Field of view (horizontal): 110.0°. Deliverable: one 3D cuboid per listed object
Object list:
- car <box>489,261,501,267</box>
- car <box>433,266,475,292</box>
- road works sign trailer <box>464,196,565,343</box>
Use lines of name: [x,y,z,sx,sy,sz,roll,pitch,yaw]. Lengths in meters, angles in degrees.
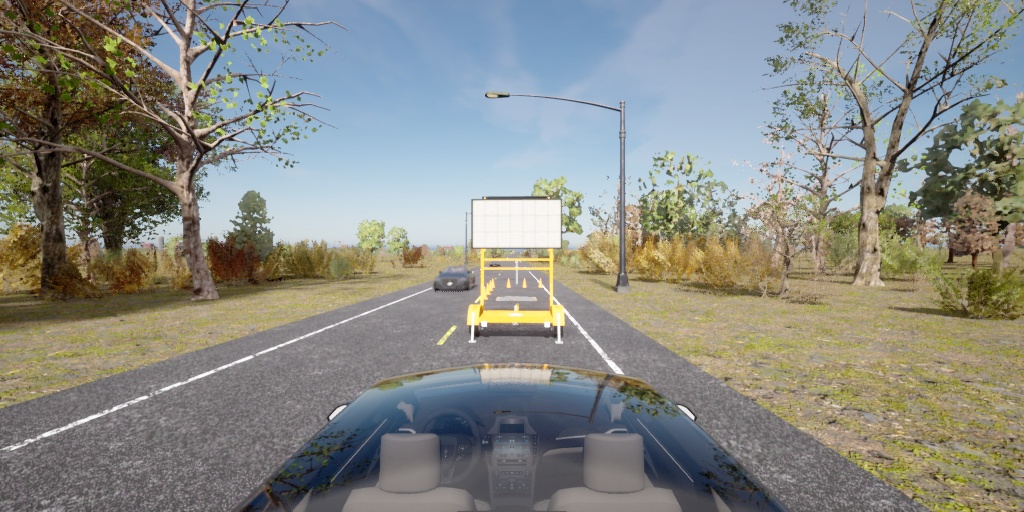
car: [-2.996,1.265,63.324,2.033,1.411,5.357,0,0,1]
car: [-3.343,1.306,21.337,1.994,1.385,4.181,0,0,1]
road works sign trailer: [0.130,0.211,9.638,2.380,3.560,2.880,0,0,2]
